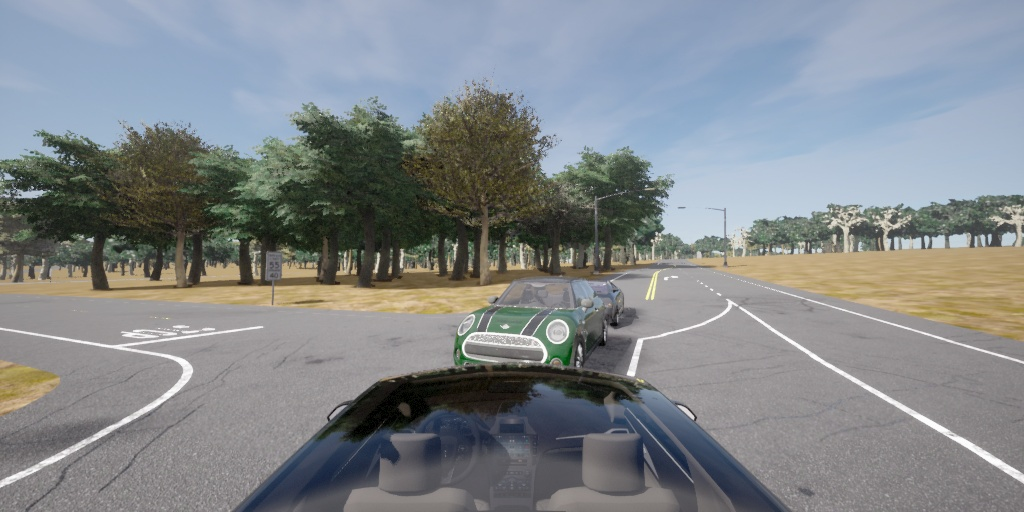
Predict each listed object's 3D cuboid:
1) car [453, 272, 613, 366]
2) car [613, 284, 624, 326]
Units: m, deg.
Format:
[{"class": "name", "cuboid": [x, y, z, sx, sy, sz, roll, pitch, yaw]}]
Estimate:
[{"class": "car", "cuboid": [0.674, 1.222, 7.484, 2.097, 1.767, 4.553, -1, -2, 22]}, {"class": "car", "cuboid": [2.895, 1.555, 12.918, 1.994, 1.385, 4.181, -2, 0, 22]}]
